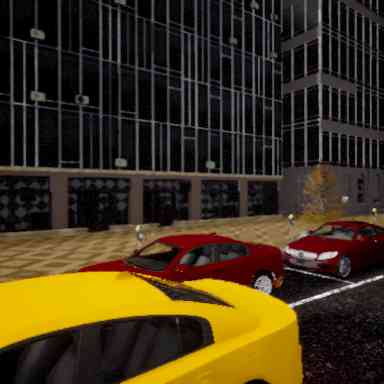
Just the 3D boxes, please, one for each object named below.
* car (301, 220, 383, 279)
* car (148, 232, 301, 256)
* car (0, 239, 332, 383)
[{"bbox_3d":[4.489,1.517,9.761,4.206,1.307,1.802,0,0,-36],"label":"car"},{"bbox_3d":[-0.146,1.520,6.454,4.507,1.381,1.887,0,0,-36],"label":"car"},{"bbox_3d":[-1.281,1.476,2.465,5.008,1.535,1.882,0,0,-36],"label":"car"}]
